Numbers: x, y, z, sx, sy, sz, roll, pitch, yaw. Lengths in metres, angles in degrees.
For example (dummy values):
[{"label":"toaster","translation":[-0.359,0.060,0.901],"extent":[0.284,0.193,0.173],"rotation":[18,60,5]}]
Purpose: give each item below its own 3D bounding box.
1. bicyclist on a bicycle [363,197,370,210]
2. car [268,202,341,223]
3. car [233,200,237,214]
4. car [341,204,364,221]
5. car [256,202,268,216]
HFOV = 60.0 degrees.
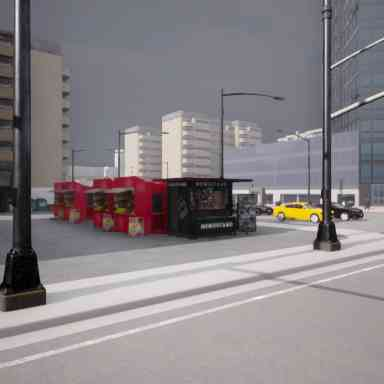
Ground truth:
[{"label":"bicyclist on a bicycle","translation":[22.309,1.466,42.475],"extent":[1.656,1.620,0.582],"rotation":[0,0,-36]},{"label":"car","translation":[8.948,1.589,26.838],"extent":[1.882,1.535,5.008],"rotation":[0,-1,-38]},{"label":"car","translation":[3.127,1.455,34.907],"extent":[2.150,2.045,5.566],"rotation":[0,-1,-36]},{"label":"car","translation":[12.052,1.587,28.553],"extent":[1.882,1.535,5.008],"rotation":[0,-1,-36]},{"label":"car","translation":[6.771,1.778,35.835],"extent":[1.994,1.385,4.181],"rotation":[0,-1,-36]}]
